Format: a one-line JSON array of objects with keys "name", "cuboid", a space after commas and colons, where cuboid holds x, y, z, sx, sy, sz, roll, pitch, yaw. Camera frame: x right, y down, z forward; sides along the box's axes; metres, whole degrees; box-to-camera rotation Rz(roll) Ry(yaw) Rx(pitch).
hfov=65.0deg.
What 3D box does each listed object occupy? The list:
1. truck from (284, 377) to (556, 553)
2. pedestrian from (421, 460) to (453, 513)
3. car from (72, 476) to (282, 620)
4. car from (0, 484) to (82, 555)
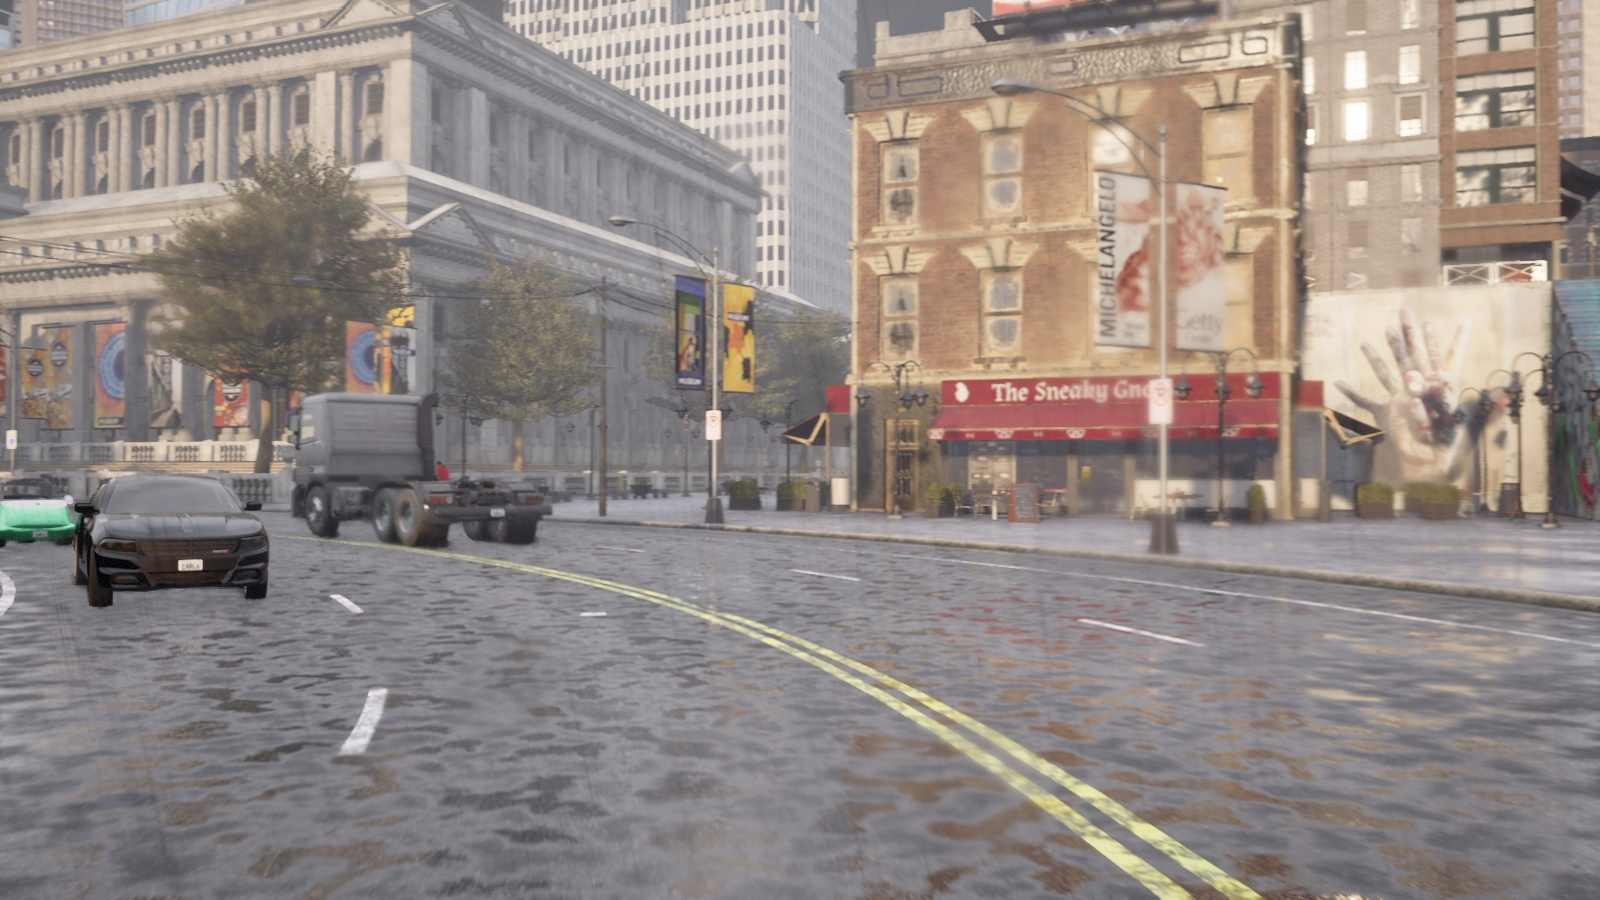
[{"name": "truck", "cuboid": [-8.882, 0.360, 28.643, 2.891, 3.462, 7.936, 1, -1, -42]}, {"name": "pedestrian", "cuboid": [-12.655, 1.272, 43.800, 0.899, 1.844, 0.634, -1, -1, 30]}, {"name": "car", "cuboid": [-8.108, 1.104, 16.066, 1.882, 1.535, 5.008, 0, -1, -32]}, {"name": "car", "cuboid": [-15.829, 1.382, 25.579, 2.207, 1.376, 1.481, -2, -2, 43]}]
